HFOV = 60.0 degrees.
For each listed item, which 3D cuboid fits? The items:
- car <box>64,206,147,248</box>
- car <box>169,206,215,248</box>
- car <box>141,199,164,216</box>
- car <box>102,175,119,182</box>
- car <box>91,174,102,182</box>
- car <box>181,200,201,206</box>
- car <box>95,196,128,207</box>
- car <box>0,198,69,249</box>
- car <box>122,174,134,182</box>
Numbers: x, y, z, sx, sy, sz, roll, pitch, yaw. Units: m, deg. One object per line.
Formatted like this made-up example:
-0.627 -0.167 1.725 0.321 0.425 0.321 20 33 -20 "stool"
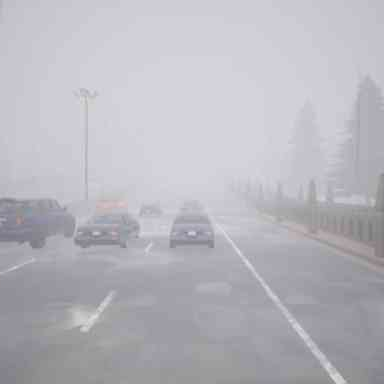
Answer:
-3.500 1.560 14.655 2.033 1.411 5.357 0 0 0 "car"
0.000 1.560 14.656 2.033 1.411 5.357 0 0 0 "car"
-3.576 1.328 29.672 1.812 1.442 4.674 0 2 0 "car"
-17.825 -3.150 74.685 2.033 1.411 5.357 0 7 0 "car"
-21.325 -3.165 74.664 2.128 1.511 4.902 0 7 0 "car"
-0.076 1.368 29.694 1.994 1.385 4.181 0 2 0 "car"
-7.076 1.162 29.618 2.097 1.767 4.553 0 2 0 "car"
-7.000 1.255 14.683 2.150 2.045 5.566 0 0 0 "car"
-14.325 -3.211 74.697 1.882 1.535 5.008 0 7 0 "car"
